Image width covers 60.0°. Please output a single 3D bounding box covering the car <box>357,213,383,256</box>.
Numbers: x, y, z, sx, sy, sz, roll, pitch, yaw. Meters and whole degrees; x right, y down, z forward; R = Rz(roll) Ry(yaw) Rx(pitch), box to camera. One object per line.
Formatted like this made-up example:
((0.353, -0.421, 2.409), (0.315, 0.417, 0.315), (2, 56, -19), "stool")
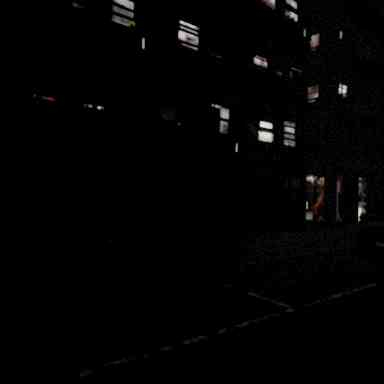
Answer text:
((8.243, 1.445, 12.419), (5.009, 1.841, 2.192), (1, 1, -35), "car")
